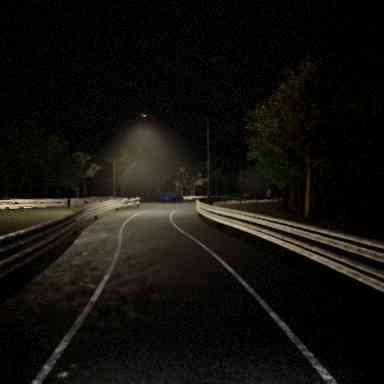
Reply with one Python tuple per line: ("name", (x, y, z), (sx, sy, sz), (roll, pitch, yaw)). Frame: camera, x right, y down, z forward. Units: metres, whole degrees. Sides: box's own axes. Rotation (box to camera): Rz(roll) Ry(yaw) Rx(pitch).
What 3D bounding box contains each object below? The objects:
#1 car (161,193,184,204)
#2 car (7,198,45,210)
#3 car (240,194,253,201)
("car", (-3.874, 1.257, 66.183), (2.150, 2.045, 5.566), (-1, -1, 34))
("car", (-20.661, 1.464, 41.714), (1.812, 1.442, 4.674), (-1, -1, 34))
("car", (15.480, 1.543, 94.385), (2.150, 2.045, 5.566), (-1, -1, 34))
